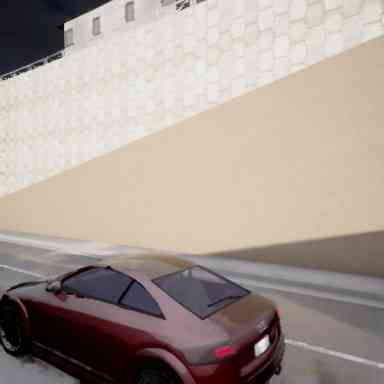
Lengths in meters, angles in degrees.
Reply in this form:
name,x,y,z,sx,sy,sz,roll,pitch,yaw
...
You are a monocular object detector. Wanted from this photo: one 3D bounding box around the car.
name,x,y,z,sx,sy,sz,roll,pitch,yaw
car,-0.904,1.567,4.638,4.181,1.385,1.994,0,0,35
